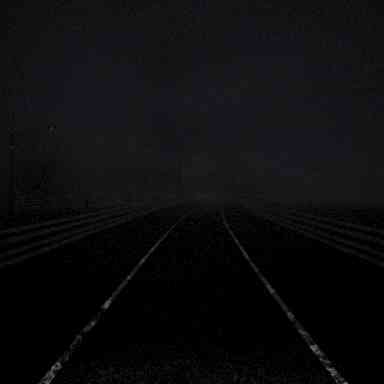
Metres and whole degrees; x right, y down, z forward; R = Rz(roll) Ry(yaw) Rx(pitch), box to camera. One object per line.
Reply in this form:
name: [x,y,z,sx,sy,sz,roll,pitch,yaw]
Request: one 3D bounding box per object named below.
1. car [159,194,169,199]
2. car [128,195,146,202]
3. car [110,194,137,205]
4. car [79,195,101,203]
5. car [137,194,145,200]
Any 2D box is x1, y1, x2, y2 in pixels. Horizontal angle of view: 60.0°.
car: [-7.086,1.341,88.366,1.837,1.490,4.892,0,0,18]
car: [-12.037,1.307,72.853,1.837,1.490,4.892,0,0,17]
car: [-10.866,1.353,52.119,1.895,1.301,4.718,0,0,16]
car: [-17.112,1.256,55.622,2.128,1.511,4.902,0,0,16]
car: [-10.970,1.381,64.378,1.895,1.301,4.718,0,0,17]
